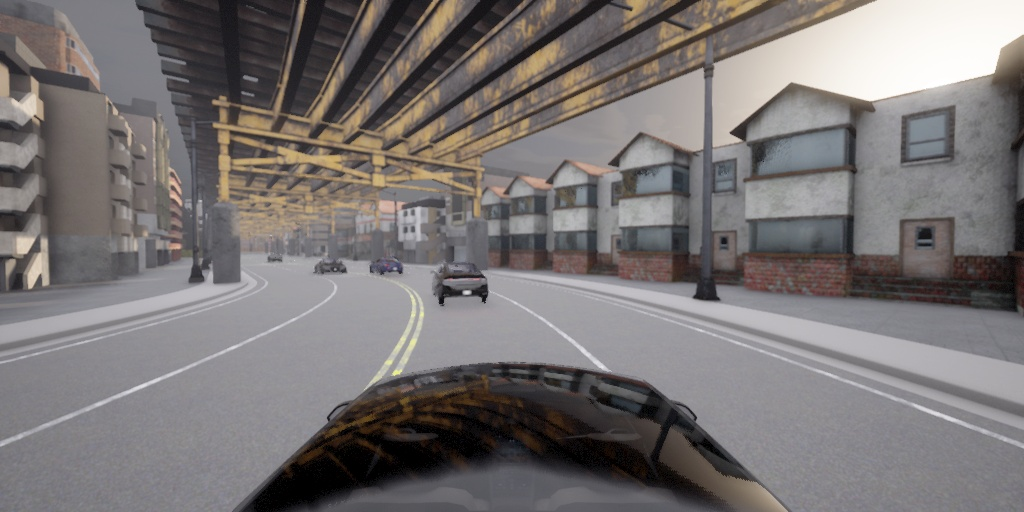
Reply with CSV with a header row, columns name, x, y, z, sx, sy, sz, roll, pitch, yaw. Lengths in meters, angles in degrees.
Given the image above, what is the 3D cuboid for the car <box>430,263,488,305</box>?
name,x,y,z,sx,sy,sz,roll,pitch,yaw
car,-2.271,1.021,14.853,2.128,1.511,4.902,0,1,-16

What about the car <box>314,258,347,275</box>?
name,x,y,z,sx,sy,sz,roll,pitch,yaw
car,-16.128,0.918,31.788,1.994,1.385,4.181,-1,1,-39

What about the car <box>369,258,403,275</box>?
name,x,y,z,sx,sy,sz,roll,pitch,yaw
car,-10.900,0.852,30.993,1.812,1.442,4.674,-1,1,-37
